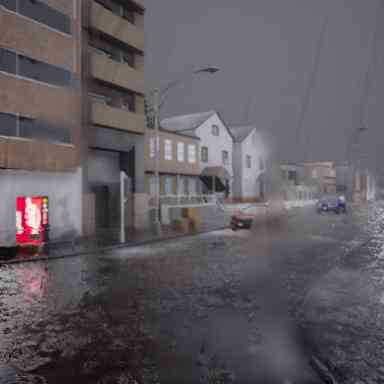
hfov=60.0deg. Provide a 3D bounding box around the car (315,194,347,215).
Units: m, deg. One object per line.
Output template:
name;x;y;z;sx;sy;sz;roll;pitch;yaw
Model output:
car;14.733;1.274;35.146;2.150;2.045;5.566;0;-1;36

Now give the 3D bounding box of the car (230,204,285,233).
car;4.104;1.529;20.362;1.882;1.535;5.008;0;0;36
